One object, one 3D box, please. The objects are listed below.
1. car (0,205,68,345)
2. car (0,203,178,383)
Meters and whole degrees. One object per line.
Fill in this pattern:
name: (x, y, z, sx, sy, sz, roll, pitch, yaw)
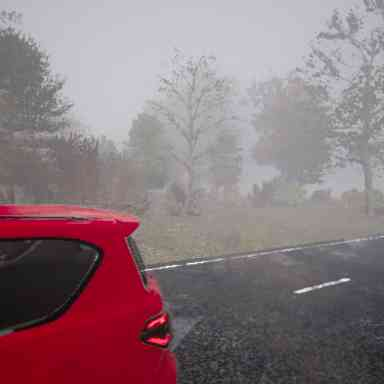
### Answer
car: (-4.347, 1.154, 4.564, 4.553, 1.767, 2.097, 1, 1, -35)
car: (-2.712, 1.121, 1.738, 5.566, 2.045, 2.150, 1, 1, -35)
